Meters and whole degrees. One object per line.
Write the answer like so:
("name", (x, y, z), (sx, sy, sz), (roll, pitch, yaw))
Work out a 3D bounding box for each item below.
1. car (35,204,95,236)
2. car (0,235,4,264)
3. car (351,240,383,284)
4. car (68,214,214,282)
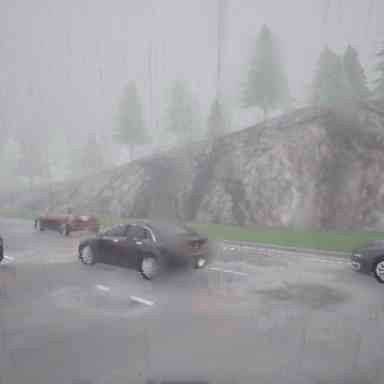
("car", (-7.598, 1.561, 20.056), (4.553, 1.767, 2.097), (0, -1, 41))
("car", (-7.923, 1.619, 11.043), (4.892, 1.490, 1.837), (0, -1, 41))
("car", (6.591, 1.596, 8.130), (4.892, 1.490, 1.837), (0, 0, 35))
("car", (-1.594, 1.614, 10.218), (4.892, 1.490, 1.837), (0, -1, 40))
